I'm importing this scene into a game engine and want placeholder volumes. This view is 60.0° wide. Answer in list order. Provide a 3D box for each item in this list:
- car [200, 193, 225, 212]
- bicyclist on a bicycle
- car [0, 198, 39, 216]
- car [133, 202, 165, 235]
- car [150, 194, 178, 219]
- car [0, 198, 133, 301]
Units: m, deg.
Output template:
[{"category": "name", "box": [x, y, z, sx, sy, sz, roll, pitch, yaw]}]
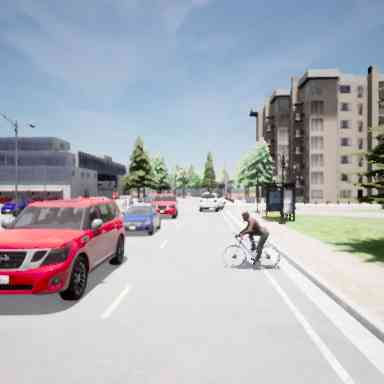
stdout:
[{"category": "car", "box": [2.382, 1.191, 39.159, 2.150, 2.045, 5.566, 0, 0, 14]}, {"category": "bicyclist on a bicycle", "box": [1.712, 1.415, 9.613, 1.656, 1.620, 0.582, 0, 0, 2]}, {"category": "car", "box": [-16.210, 1.348, 31.302, 1.845, 1.501, 3.633, 0, 0, 3]}, {"category": "car", "box": [-2.861, 1.511, 18.746, 1.812, 1.442, 4.674, 0, 0, 2]}, {"category": "car", "box": [-2.375, 1.199, 29.264, 2.150, 2.045, 5.566, 0, 0, 0]}, {"category": "car", "box": [-3.302, 1.214, 8.708, 2.150, 2.045, 5.566, 0, 0, 2]}]
